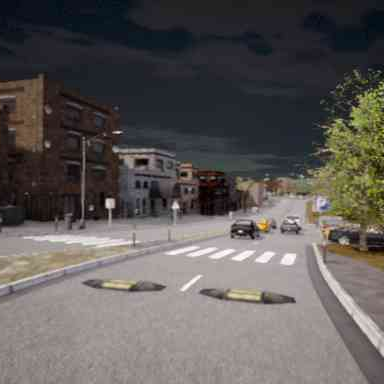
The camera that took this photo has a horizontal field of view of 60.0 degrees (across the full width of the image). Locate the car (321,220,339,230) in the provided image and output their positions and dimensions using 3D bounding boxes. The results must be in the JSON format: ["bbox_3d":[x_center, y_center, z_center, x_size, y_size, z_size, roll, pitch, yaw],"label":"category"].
[{"bbox_3d":[12.913,3.251,25.749,5.008,1.535,2.097,1,-4,19],"label":"car"}]

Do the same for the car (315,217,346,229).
[{"bbox_3d":[22.648,5.059,54.524,4.553,1.767,2.185,1,-3,19],"label":"car"}]

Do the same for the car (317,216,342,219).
[{"bbox_3d":[17.305,4.055,38.773,4.553,1.767,2.185,1,-3,19],"label":"car"}]

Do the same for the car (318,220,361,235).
[{"bbox_3d":[18.211,4.393,41.365,4.674,1.452,2.002,1,-3,19],"label":"car"}]

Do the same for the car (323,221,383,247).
[{"bbox_3d":[12.029,3.059,23.147,4.892,1.521,2.231,1,-4,19],"label":"car"}]

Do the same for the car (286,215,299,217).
[{"bbox_3d":[14.216,4.241,46.801,2.150,2.045,5.566,1,-3,19],"label":"car"}]

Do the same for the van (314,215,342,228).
[{"bbox_3d":[24.298,5.251,59.648,4.442,1.987,1.878,1,-3,19],"label":"van"}]

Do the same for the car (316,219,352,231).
[{"bbox_3d":[20.892,4.887,49.167,4.792,1.488,2.163,1,-3,19],"label":"car"}]

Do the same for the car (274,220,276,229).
[{"bbox_3d":[10.999,4.487,47.449,2.033,1.411,5.357,1,-3,19],"label":"car"}]

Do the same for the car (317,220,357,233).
[{"bbox_3d":[19.098,4.565,43.966,4.674,1.452,2.002,1,-3,19],"label":"car"}]

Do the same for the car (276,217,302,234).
[{"bbox_3d":[10.961,3.867,37.220,2.128,1.511,4.902,1,-3,19],"label":"car"}]

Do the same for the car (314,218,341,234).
[{"bbox_3d":[15.390,3.812,33.615,5.366,1.575,1.946,1,-3,19],"label":"car"}]

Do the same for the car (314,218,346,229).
[{"bbox_3d":[23.510,5.330,56.994,4.892,1.521,2.231,1,-3,19],"label":"car"}]

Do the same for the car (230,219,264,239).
[{"bbox_3d":[4.555,3.069,28.100,1.882,1.535,5.008,1,-4,19],"label":"car"}]

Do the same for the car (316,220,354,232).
[{"bbox_3d":[19.953,4.724,46.584,4.792,1.488,2.163,1,-3,19],"label":"car"}]

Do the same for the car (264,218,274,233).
[{"bbox_3d":[7.845,3.789,38.126,1.882,1.535,5.008,1,-4,19],"label":"car"}]
